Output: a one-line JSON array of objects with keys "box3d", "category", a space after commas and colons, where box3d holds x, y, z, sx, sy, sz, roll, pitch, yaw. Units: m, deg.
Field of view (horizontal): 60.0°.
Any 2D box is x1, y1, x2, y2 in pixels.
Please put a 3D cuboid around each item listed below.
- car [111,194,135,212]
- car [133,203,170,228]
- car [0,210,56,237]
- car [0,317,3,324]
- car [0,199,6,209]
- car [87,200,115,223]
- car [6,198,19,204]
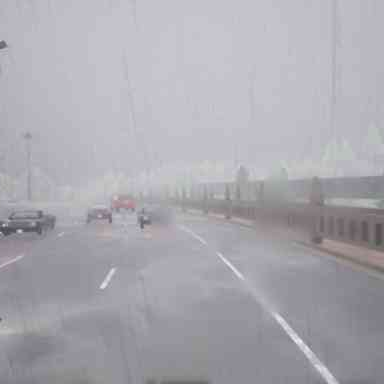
[{"box3d": [-8.406, 1.315, 40.120, 2.150, 2.045, 5.566, 0, 0, -23], "category": "car"}, {"box3d": [-2.747, 1.643, 22.688, 1.895, 1.301, 4.718, 0, 0, -13], "category": "car"}, {"box3d": [-9.044, 1.674, 18.805, 1.895, 1.301, 4.718, 0, 0, -11], "category": "car"}, {"box3d": [-3.545, 1.564, 2.253, 2.033, 1.411, 5.357, 0, 0, -2], "category": "car"}, {"box3d": [-23.140, 1.735, 38.570, 1.812, 1.442, 4.674, 0, 0, -24], "category": "car"}, {"box3d": [-7.359, 1.600, 26.521, 1.812, 1.442, 4.674, 0, 0, -15], "category": "car"}, {"box3d": [-40.349, 1.961, 75.498, 1.994, 1.385, 4.181, 0, 0, -25], "category": "car"}]
